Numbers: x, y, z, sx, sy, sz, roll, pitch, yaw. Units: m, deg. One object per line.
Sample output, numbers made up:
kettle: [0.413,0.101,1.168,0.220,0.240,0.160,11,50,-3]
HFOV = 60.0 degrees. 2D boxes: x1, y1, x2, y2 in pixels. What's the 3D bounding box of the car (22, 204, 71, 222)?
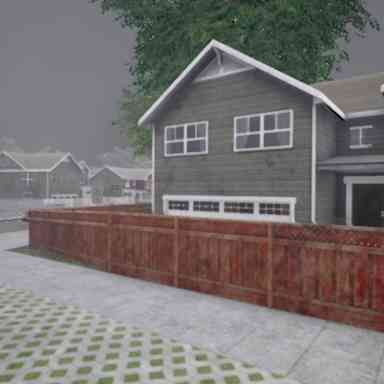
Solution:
car: [-9.728,1.597,24.117,2.033,1.411,5.357,0,0,15]
